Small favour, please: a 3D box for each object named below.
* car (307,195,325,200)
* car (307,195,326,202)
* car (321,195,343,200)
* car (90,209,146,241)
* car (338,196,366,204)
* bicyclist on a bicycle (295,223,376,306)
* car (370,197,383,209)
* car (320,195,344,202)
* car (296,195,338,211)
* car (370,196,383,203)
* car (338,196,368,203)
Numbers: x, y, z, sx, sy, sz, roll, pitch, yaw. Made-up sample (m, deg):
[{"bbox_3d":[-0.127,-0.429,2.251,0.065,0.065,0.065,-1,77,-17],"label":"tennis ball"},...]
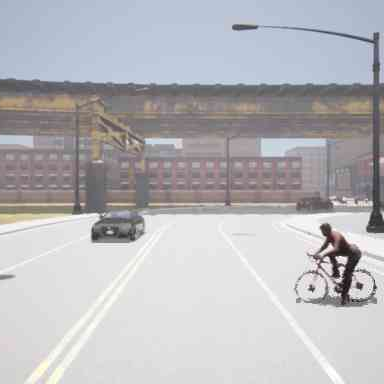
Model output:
[{"bbox_3d":[29.560,1.292,79.147,4.536,1.218,1.853,0,0,-39],"label":"car"},{"bbox_3d":[29.600,1.449,79.180,4.974,1.542,2.038,0,0,-39],"label":"car"},{"bbox_3d":[33.635,1.292,79.888,1.853,1.218,4.536,0,0,-34],"label":"car"},{"bbox_3d":[-3.532,1.563,16.455,1.994,1.385,4.181,0,0,1],"label":"car"},{"bbox_3d":[29.183,1.450,60.320,2.038,1.542,4.974,0,0,-29],"label":"car"},{"bbox_3d":[2.876,1.450,6.702,1.656,1.620,0.582,-2,0,0],"label":"bicyclist on a bicycle"},{"bbox_3d":[25.715,1.524,42.093,4.674,1.442,1.812,0,0,-3],"label":"car"},{"bbox_3d":[33.606,1.449,79.931,2.038,1.542,4.974,0,0,-34],"label":"car"},{"bbox_3d":[14.744,1.350,39.807,4.553,1.767,2.097,0,0,-25],"label":"car"},{"bbox_3d":[32.253,1.293,58.206,1.853,1.218,4.536,0,0,31],"label":"car"},{"bbox_3d":[29.158,1.292,60.366,1.853,1.218,4.536,0,0,-29],"label":"car"}]
